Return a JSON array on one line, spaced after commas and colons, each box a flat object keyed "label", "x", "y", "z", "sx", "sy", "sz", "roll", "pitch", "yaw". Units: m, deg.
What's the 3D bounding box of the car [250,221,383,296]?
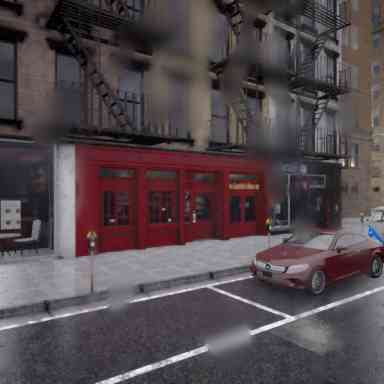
[{"label": "car", "x": 3.374, "y": 1.582, "z": 8.572, "sx": 4.206, "sy": 1.307, "sz": 1.802, "roll": 0, "pitch": 0, "yaw": -35}]

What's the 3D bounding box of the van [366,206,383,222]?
[{"label": "van", "x": 7.786, "y": 1.341, "z": 11.696, "sx": 3.998, "sy": 1.788, "sz": 1.690, "roll": 0, "pitch": 0, "yaw": -35}]
